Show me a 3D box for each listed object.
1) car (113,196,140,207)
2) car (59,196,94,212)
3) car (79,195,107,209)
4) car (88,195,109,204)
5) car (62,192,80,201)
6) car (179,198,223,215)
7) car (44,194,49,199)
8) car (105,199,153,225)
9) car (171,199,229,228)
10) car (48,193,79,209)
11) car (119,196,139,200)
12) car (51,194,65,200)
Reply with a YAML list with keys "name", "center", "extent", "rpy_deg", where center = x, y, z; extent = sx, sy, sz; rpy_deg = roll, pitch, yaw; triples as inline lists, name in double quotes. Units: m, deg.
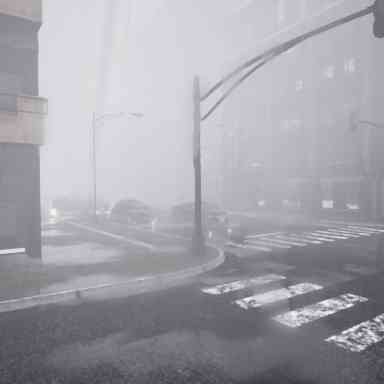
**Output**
- name: "car"
  center: [-9.109, 1.266, 45.962]
  extent: [1.752, 1.417, 4.829]
  rpy_deg: [-1, 1, -35]
- name: "car"
  center: [-12.666, 1.449, 36.379]
  extent: [2.008, 1.369, 4.403]
  rpy_deg: [-1, 1, -35]
- name: "car"
  center: [-11.478, 1.397, 39.221]
  extent: [2.033, 1.411, 5.357]
  rpy_deg: [-1, 1, -35]
- name: "car"
  center: [-15.576, 1.217, 55.307]
  extent: [1.752, 1.417, 4.829]
  rpy_deg: [-1, 1, -35]
- name: "car"
  center: [-25.182, 0.936, 69.183]
  extent: [2.192, 1.841, 5.009]
  rpy_deg: [-1, 1, -35]
- name: "car"
  center: [0.773, 1.360, 31.866]
  extent: [1.887, 1.381, 4.507]
  rpy_deg: [-1, 1, -35]
- name: "car"
  center: [-34.978, 1.076, 83.343]
  extent: [1.752, 1.417, 4.829]
  rpy_deg: [-1, 1, -35]
- name: "car"
  center: [-4.401, 1.509, 24.210]
  extent: [1.887, 1.381, 4.507]
  rpy_deg: [-1, 1, -35]
- name: "car"
  center: [0.408, 1.434, 22.031]
  extent: [2.128, 1.511, 4.902]
  rpy_deg: [-1, 1, -35]
- name: "car"
  center: [-15.901, 1.313, 41.051]
  extent: [1.967, 1.590, 4.097]
  rpy_deg: [-1, 1, -35]
- name: "car"
  center: [-5.477, 1.374, 30.537]
  extent: [1.882, 1.535, 5.008]
  rpy_deg: [-1, 1, -35]
- name: "car"
  center: [-31.648, 1.125, 78.531]
  extent: [2.008, 1.369, 4.403]
  rpy_deg: [-1, 1, -35]
